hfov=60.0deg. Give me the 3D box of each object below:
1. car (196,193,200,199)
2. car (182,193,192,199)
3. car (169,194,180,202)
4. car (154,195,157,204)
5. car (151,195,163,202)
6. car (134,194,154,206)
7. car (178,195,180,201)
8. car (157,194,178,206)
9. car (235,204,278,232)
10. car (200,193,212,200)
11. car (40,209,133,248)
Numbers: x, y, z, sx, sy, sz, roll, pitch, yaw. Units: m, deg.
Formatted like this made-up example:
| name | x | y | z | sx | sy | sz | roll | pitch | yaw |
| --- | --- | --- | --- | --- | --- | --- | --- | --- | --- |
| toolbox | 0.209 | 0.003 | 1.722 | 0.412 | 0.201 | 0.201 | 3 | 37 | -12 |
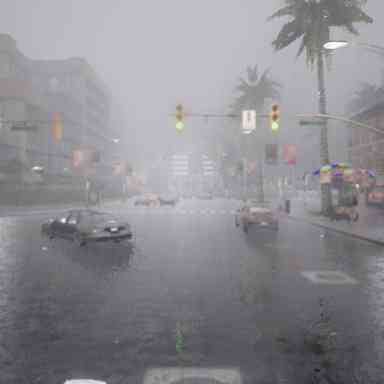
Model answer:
| name | x | y | z | sx | sy | sz | roll | pitch | yaw |
| --- | --- | --- | --- | --- | --- | --- | --- | --- | --- |
| car | 2.277 | 1.051 | 84.218 | 1.812 | 1.442 | 4.674 | 0 | 0 | -12 |
| car | -1.319 | 1.051 | 84.462 | 2.128 | 1.511 | 4.902 | 0 | 0 | -12 |
| car | -3.459 | 1.126 | 67.172 | 1.837 | 1.490 | 4.892 | 0 | 0 | 0 |
| car | -6.964 | 1.160 | 56.540 | 1.882 | 1.535 | 5.008 | 0 | 0 | 0 |
| car | -6.960 | 1.225 | 66.841 | 1.895 | 1.301 | 4.718 | 0 | 0 | 0 |
| car | -6.970 | 1.259 | 47.421 | 1.812 | 1.442 | 4.674 | 0 | 0 | 0 |
| car | -3.464 | 1.205 | 57.122 | 1.812 | 1.442 | 4.674 | 0 | 0 | 0 |
| car | -3.470 | 1.208 | 47.927 | 1.882 | 1.535 | 5.008 | 0 | 0 | 0 |
| car | 3.612 | 1.418 | 18.981 | 1.812 | 1.442 | 4.674 | 0 | 0 | 0 |
| car | 3.422 | 1.108 | 74.155 | 1.812 | 1.442 | 4.674 | 0 | 0 | -4 |
| car | -4.759 | 1.465 | 14.489 | 5.357 | 1.411 | 2.033 | 0 | 0 | 45 |
